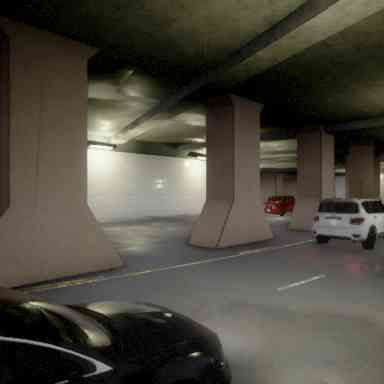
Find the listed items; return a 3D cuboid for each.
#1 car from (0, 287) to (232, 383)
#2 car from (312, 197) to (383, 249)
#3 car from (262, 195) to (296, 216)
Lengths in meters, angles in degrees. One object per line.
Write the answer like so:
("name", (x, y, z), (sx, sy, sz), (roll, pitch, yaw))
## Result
("car", (-1.865, 1.505, 2.410), (4.892, 1.490, 1.837), (0, 0, -36))
("car", (7.440, 1.258, 14.940), (2.150, 2.045, 5.566), (0, 0, 45))
("car", (8.500, 1.327, 32.432), (2.150, 2.045, 5.566), (0, 0, 34))
